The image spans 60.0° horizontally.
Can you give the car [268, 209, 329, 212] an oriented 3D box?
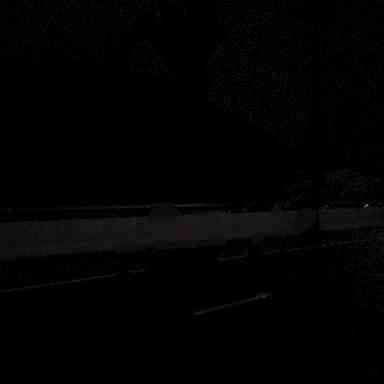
[{"bbox_3d":[10.021,1.141,30.495,5.566,2.045,2.150,0,0,-28],"label":"car"}]
